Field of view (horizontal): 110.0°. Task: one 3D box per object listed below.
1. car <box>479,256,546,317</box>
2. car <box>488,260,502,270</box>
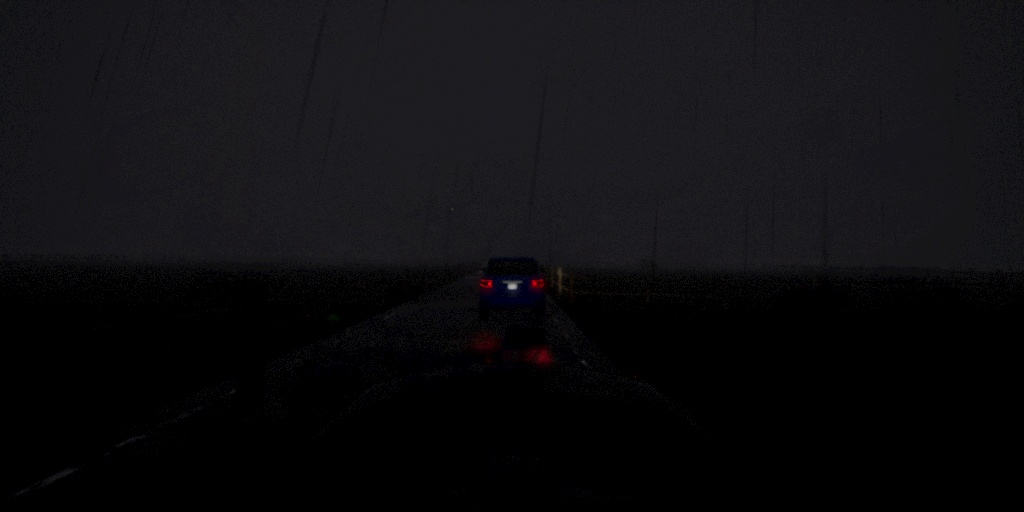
[{"bbox_3d":[0.038,1.007,13.465,2.150,2.045,5.566,0,0,0],"label":"car"},{"bbox_3d":[-2.773,1.412,59.374,2.128,1.511,4.902,0,0,1],"label":"car"}]
